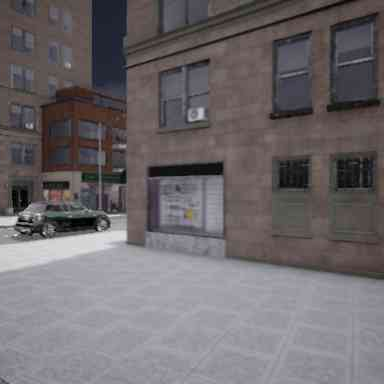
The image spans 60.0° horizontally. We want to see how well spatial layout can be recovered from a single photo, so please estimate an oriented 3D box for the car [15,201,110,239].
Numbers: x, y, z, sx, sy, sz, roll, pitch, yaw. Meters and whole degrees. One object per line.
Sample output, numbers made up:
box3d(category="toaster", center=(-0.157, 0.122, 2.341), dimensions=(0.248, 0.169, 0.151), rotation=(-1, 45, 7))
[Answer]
box3d(category="car", center=(-6.411, 1.243, 17.079), dimensions=(2.097, 1.767, 4.553), rotation=(0, 0, 35))
